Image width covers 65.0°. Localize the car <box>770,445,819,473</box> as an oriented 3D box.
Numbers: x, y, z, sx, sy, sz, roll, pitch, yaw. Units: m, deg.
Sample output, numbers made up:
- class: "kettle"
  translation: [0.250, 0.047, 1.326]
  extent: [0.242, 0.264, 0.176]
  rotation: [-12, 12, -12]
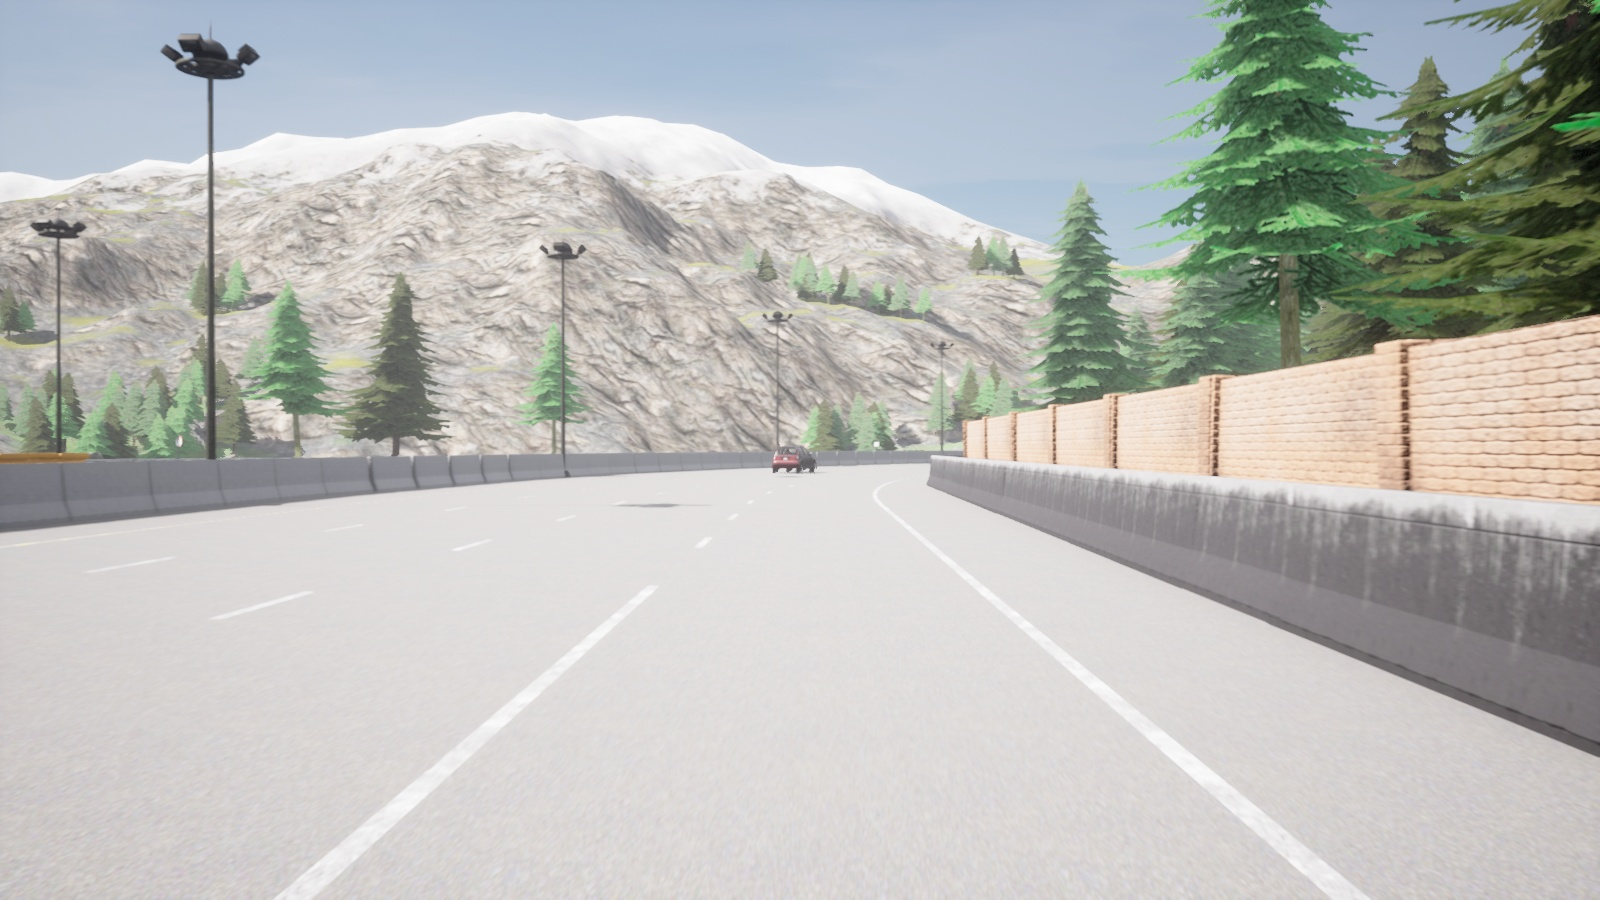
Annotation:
- class: "car"
  translation: [-0.293, 0.504, 74.652]
  extent: [1.851, 1.617, 3.988]
  rotation: [0, 0, 17]
